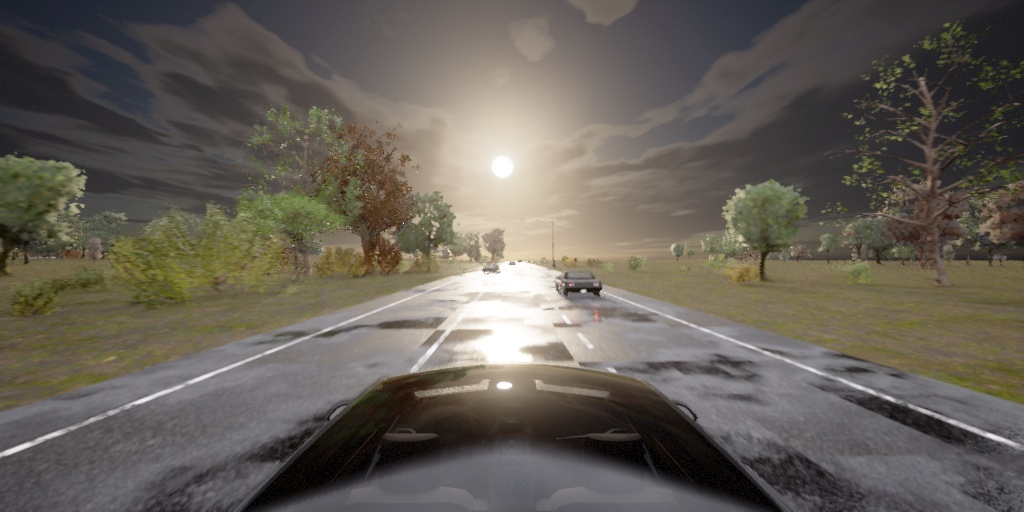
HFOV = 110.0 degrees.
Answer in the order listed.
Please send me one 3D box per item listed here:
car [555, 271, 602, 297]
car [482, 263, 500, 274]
[{"bbox_3d":[3.508,1.454,19.791,1.895,1.301,4.718,0,0,0],"label":"car"},{"bbox_3d":[-2.753,1.652,48.734,2.033,1.411,5.357,0,0,6],"label":"car"}]
